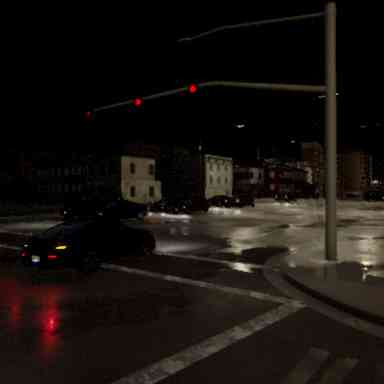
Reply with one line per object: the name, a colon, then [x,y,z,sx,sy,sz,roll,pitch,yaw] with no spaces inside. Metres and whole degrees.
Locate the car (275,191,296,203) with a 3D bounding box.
car: [14.646,0.712,52.081,2.097,1.767,4.553,0,1,37]

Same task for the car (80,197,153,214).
car: [-5.556,1.417,25.105,1.882,1.535,5.008,0,1,37]

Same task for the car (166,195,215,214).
car: [-0.062,1.330,32.485,1.812,1.442,4.674,0,1,37]

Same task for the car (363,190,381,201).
car: [29.322,0.540,54.029,2.097,1.767,4.553,0,0,37]

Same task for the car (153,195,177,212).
car: [-2.372,1.157,35.231,2.097,1.767,4.553,0,1,37]

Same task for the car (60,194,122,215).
car: [-8.060,1.172,27.617,2.150,2.045,5.566,0,1,36]

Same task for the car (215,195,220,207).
car: [3.620,1.129,43.266,1.837,1.490,4.892,0,1,37]

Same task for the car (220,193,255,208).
car: [5.780,0.981,40.310,2.097,1.767,4.553,0,1,37]

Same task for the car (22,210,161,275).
car: [-2.978,1.511,10.493,1.812,1.442,4.674,-1,0,25]
